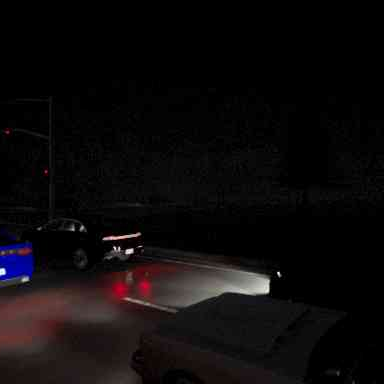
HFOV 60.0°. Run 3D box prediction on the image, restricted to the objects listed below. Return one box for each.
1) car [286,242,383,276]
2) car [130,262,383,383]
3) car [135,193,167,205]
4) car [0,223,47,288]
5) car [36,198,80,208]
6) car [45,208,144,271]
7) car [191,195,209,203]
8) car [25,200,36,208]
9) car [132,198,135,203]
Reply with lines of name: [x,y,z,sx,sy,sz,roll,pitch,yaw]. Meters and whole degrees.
car: [3.502,1.564,5.788,4.181,1.385,1.994,0,0,36]
car: [1.716,1.601,2.770,4.718,1.301,1.895,0,0,36]
car: [-6.709,1.223,58.019,2.150,2.045,5.566,0,0,35]
car: [-5.899,1.478,8.186,5.008,1.535,1.882,0,0,36]
car: [-17.001,1.492,43.231,2.128,1.511,4.902,0,0,35]
car: [-3.764,1.492,10.962,4.902,1.511,2.128,0,0,36]
car: [1.637,1.450,69.744,2.128,1.511,4.902,0,0,36]
car: [-21.571,1.547,48.915,2.033,1.411,5.357,0,0,35]
car: [-9.783,1.506,65.762,1.837,1.490,4.892,0,0,35]
